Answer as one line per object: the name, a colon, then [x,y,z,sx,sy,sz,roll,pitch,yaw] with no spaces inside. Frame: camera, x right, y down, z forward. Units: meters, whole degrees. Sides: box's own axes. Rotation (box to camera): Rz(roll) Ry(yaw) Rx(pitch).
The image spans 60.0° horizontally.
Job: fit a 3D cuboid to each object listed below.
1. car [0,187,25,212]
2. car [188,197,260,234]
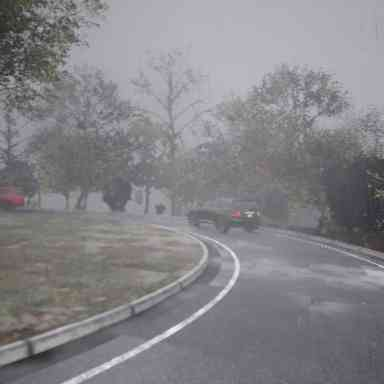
car: [-16.990,0.533,27.696,5.566,2.045,2.150,3,-1,-16]
car: [1.854,1.349,20.687,2.150,2.045,5.566,3,-1,-29]
